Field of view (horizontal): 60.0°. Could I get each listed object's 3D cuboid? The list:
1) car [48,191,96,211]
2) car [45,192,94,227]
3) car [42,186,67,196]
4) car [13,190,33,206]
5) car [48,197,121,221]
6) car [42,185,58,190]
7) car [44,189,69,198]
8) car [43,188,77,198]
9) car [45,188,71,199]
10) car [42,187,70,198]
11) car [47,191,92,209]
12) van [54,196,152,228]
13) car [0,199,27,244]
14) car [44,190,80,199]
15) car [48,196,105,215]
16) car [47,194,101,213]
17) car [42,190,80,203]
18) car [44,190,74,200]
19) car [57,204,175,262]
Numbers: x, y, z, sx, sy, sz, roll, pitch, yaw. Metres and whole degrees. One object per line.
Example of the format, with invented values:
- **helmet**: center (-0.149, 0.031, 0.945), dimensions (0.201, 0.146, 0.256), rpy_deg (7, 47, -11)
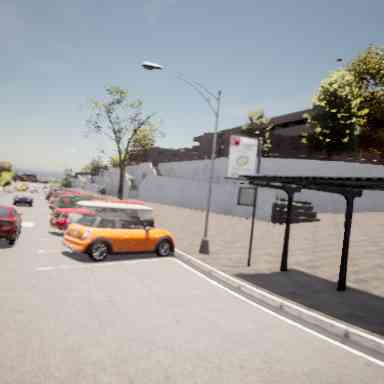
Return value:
- **car**: center (-13.853, 1.063, 38.547), dimensions (4.553, 1.767, 2.185), rpy_deg (7, -1, -44)
- **car**: center (-5.224, 1.448, 19.352), dimensions (5.566, 2.045, 2.435), rpy_deg (7, -1, -44)
- **car**: center (-36.250, -0.194, 87.674), dimensions (5.566, 2.045, 2.435), rpy_deg (7, -1, -44)
- **car**: center (-19.181, 0.828, 37.932), dimensions (1.895, 1.301, 4.718), rpy_deg (5, -1, -24)
- **car**: center (-8.798, 1.490, 27.728), dimensions (5.366, 1.575, 1.946), rpy_deg (7, -2, -44)
- **car**: center (-17.577, 0.736, 46.749), dimensions (5.566, 2.045, 2.435), rpy_deg (7, -2, -44)
- **car**: center (-31.276, 0.395, 76.787), dimensions (4.792, 1.488, 2.163), rpy_deg (7, -2, -44)
- **car**: center (-10.125, 1.155, 30.358), dimensions (5.566, 2.045, 2.435), rpy_deg (7, -2, -44)
- **car**: center (-28.768, 0.366, 71.319), dimensions (4.553, 1.767, 2.185), rpy_deg (7, -2, -44)
- **car**: center (-32.490, 0.046, 79.521), dimensions (5.566, 2.045, 2.435), rpy_deg (7, -2, -44)
- **car**: center (-15.145, 0.987, 41.239), dimensions (4.553, 1.767, 2.185), rpy_deg (7, -2, -44)
- **van**: center (-4.073, 1.538, 16.542), dimensions (4.442, 1.987, 1.878), rpy_deg (7, -1, -44)
- **car**: center (-8.851, 1.317, 15.015), dimensions (1.882, 1.535, 5.008), rpy_deg (5, -1, -24)
- **car**: center (-6.417, 1.378, 22.145), dimensions (5.566, 2.045, 2.435), rpy_deg (7, -2, -44)
- **car**: center (-11.394, 1.360, 33.086), dimensions (4.792, 1.488, 2.163), rpy_deg (7, -2, -44)
- **car**: center (-12.642, 1.258, 35.795), dimensions (4.892, 1.521, 2.231), rpy_deg (7, -1, -44)
- **car**: center (-21.474, 0.787, 54.776), dimensions (5.366, 1.575, 1.946), rpy_deg (7, -2, -44)
- **car**: center (-26.324, 0.597, 65.831), dimensions (5.008, 1.535, 2.097), rpy_deg (7, -2, -44)
- **car**: center (-2.826, 1.716, 13.842), dimensions (4.553, 1.767, 2.185), rpy_deg (7, -2, -44)
